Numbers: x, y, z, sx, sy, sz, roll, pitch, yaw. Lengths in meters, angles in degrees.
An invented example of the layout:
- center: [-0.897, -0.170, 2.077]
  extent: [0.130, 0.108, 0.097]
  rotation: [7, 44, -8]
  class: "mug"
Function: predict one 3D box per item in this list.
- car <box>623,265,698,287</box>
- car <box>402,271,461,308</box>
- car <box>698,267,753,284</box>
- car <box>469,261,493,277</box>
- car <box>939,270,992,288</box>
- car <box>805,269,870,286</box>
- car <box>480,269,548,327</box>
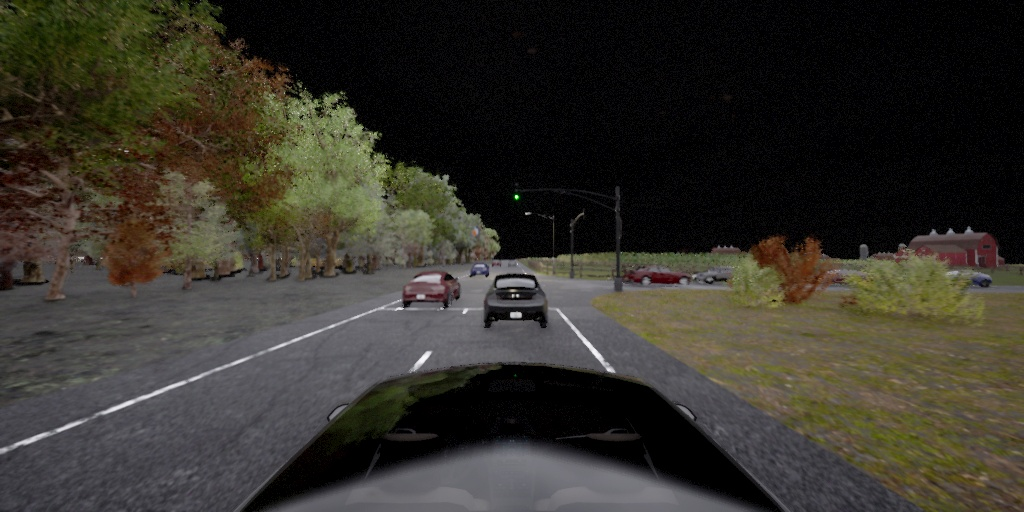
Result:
- center: [10.893, 1.475, 26.901]
  extent: [5.008, 1.535, 1.882]
  rotation: [1, -3, -9]
  class: "car"
- center: [-3.393, 1.357, 15.651]
  extent: [1.812, 1.442, 4.674]
  rotation: [0, 0, 0]
  class: "car"
- center: [18.017, 1.655, 30.801]
  extent: [4.902, 1.511, 2.128]
  rotation: [1, -1, 1]
  class: "car"
- center: [-3.378, 1.488, 38.617]
  extent: [1.812, 1.442, 4.674]
  rotation: [0, 0, 0]
  class: "car"
- center: [38.002, 1.905, 30.667]
  extent: [4.674, 1.442, 1.812]
  rotation: [1, -1, 0]
  class: "car"
- center: [27.815, 1.795, 30.729]
  extent: [4.674, 1.442, 1.812]
  rotation: [1, -1, 0]
  class: "car"
- center: [0.106, 1.315, 11.849]
  extent: [1.837, 1.490, 4.892]
  rotation: [0, 0, 0]
  class: "car"
